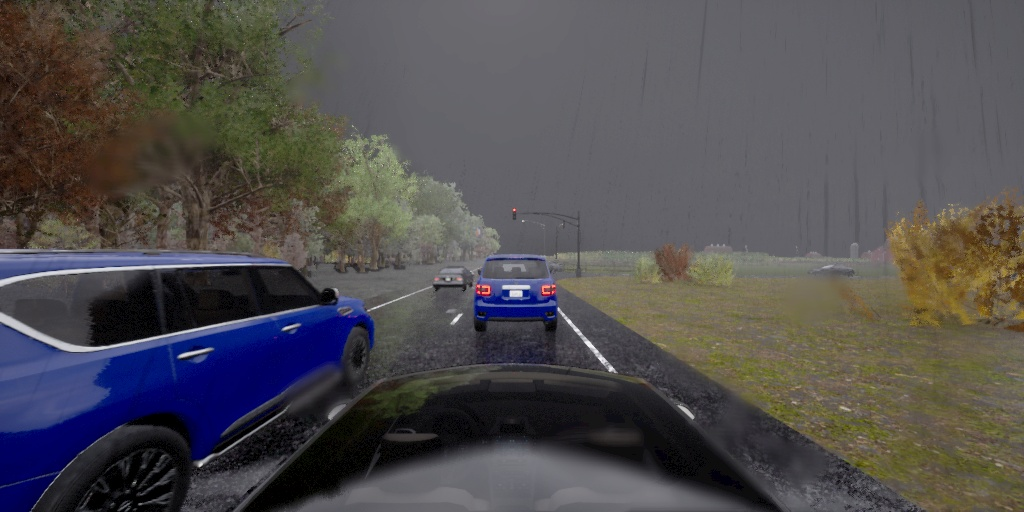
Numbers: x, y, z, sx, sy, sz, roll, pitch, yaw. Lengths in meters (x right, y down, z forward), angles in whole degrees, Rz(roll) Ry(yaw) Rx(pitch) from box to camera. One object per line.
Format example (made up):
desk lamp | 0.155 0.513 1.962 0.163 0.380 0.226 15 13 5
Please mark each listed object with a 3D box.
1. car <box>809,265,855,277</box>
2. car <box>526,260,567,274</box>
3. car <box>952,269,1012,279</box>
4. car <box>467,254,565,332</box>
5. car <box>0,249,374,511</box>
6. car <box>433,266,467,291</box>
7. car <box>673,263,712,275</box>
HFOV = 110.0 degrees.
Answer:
car | 38.322 1.751 42.945 4.674 1.442 1.812 1 -1 0
car | 4.474 1.352 46.447 4.902 1.511 2.128 2 2 37
car | 50.983 1.851 39.284 5.357 1.411 2.033 1 -1 1
car | 0.090 0.974 11.065 2.150 2.045 5.566 0 0 0
car | -3.405 0.972 3.730 2.150 2.045 5.566 0 0 0
car | -3.421 1.302 21.646 2.033 1.411 5.357 0 0 0
car | 21.849 1.571 43.013 4.674 1.442 1.812 1 -1 0
